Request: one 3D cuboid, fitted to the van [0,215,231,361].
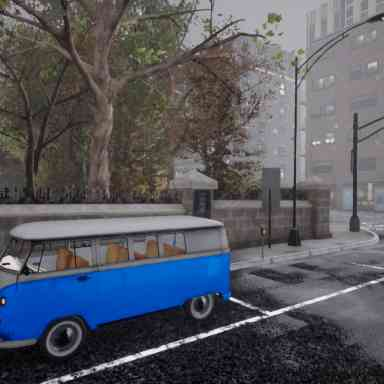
[{"bbox_3d":[-1.188,1.342,5.642,3.998,1.788,1.690,0,1,-35],"label":"van"}]
